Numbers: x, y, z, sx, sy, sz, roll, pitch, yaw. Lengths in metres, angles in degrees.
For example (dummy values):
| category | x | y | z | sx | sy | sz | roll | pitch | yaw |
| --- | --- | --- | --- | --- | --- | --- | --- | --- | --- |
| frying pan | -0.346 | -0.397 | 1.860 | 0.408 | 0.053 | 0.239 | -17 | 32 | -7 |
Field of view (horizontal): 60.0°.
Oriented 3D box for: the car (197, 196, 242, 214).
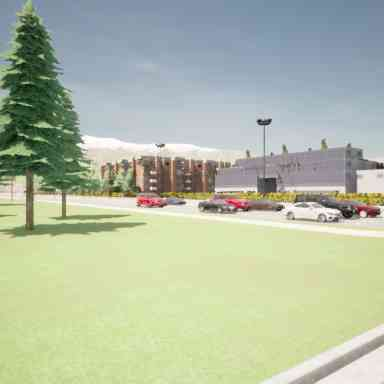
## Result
| category | x | y | z | sx | sy | sz | roll | pitch | yaw |
| --- | --- | --- | --- | --- | --- | --- | --- | --- | --- |
| car | 2.549 | 1.491 | 35.223 | 2.128 | 1.511 | 4.902 | 0 | 0 | -36 |

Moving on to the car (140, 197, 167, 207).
| category | x | y | z | sx | sy | sz | roll | pitch | yaw |
| --- | --- | --- | --- | --- | --- | --- | --- | --- | --- |
| car | -6.251 | 1.548 | 53.386 | 2.033 | 1.411 | 5.357 | 0 | 0 | -35 |

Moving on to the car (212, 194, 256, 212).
| category | x | y | z | sx | sy | sz | roll | pitch | yaw |
| --- | --- | --- | --- | --- | --- | --- | --- | --- | --- |
| car | 4.353 | 1.218 | 38.679 | 2.150 | 2.045 | 5.566 | 0 | 0 | -36 |

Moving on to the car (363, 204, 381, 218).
| category | x | y | z | sx | sy | sz | roll | pitch | yaw |
| --- | --- | --- | --- | --- | --- | --- | --- | --- | --- |
| car | 14.605 | 1.478 | 30.598 | 1.882 | 1.535 | 5.008 | 0 | 0 | -36 |

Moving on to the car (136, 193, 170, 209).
| category | x | y | z | sx | sy | sz | roll | pitch | yaw |
| --- | --- | --- | --- | --- | --- | --- | --- | --- | --- |
| car | -5.896 | 1.215 | 46.846 | 2.150 | 2.045 | 5.566 | 0 | 1 | -36 |

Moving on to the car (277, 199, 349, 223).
| category | x | y | z | sx | sy | sz | roll | pitch | yaw |
| --- | --- | --- | --- | --- | --- | --- | --- | --- | --- |
| car | 9.319 | 1.526 | 26.006 | 1.812 | 1.442 | 4.674 | 0 | 0 | -35 |

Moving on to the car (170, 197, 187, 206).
| category | x | y | z | sx | sy | sz | roll | pitch | yaw |
| --- | --- | --- | --- | --- | --- | --- | --- | --- | --- |
| car | -2.968 | 1.547 | 54.805 | 2.033 | 1.411 | 5.357 | 0 | 0 | -35 |

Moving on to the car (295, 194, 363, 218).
| category | x | y | z | sx | sy | sz | roll | pitch | yaw |
| --- | --- | --- | --- | --- | --- | --- | --- | --- | --- |
| car | 11.415 | 1.221 | 29.029 | 2.150 | 2.045 | 5.566 | 0 | 0 | -36 |

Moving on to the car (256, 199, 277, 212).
| category | x | y | z | sx | sy | sz | roll | pitch | yaw |
| --- | --- | --- | --- | --- | --- | --- | --- | --- | --- |
| car | 8.406 | 1.548 | 39.066 | 2.033 | 1.411 | 5.357 | 0 | 0 | -36 |
